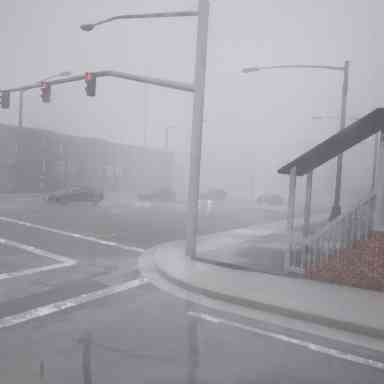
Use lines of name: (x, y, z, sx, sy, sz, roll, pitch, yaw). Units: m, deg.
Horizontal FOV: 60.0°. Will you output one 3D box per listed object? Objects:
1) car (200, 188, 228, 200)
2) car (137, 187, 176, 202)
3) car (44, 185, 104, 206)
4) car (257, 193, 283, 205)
car: (2.907, 0.237, 43.679, 1.837, 1.490, 4.892, 5, 4, 36)
car: (-3.619, 0.237, 34.642, 1.837, 1.490, 4.892, 5, 2, 36)
car: (-9.343, 0.219, 26.680, 2.128, 1.511, 4.902, 5, 3, 36)
car: (9.618, 0.781, 40.768, 1.994, 1.385, 4.181, 5, 3, 36)
